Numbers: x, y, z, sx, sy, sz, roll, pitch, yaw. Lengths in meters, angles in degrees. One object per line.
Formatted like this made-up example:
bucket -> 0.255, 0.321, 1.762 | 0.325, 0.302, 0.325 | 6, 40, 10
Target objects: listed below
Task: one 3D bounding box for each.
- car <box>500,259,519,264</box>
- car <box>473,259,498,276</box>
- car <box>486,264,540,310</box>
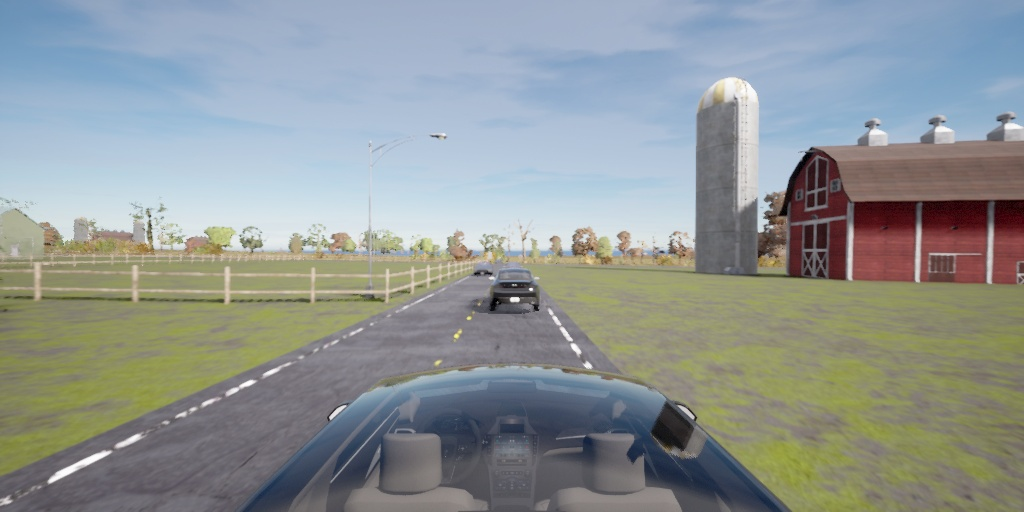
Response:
car -> 0.099, 1.305, 36.066 | 2.033, 1.411, 5.357 | 0, 0, 0
car -> -2.847, 1.305, 37.021 | 2.033, 1.411, 5.357 | 0, 0, 0
car -> 0.100, 1.255, 14.764 | 1.837, 1.490, 4.892 | 0, 0, 0
